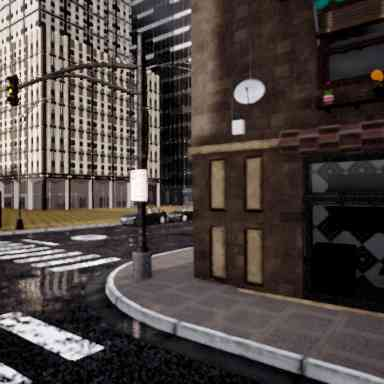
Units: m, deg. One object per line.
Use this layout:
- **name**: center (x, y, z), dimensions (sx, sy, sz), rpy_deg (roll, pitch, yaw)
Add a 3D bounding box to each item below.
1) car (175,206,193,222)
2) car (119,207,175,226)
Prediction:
- **car**: center (-0.529, 1.971, 30.620), dimensions (2.008, 1.369, 4.403), rpy_deg (-2, -2, 35)
- **car**: center (-3.730, 1.890, 26.062), dimensions (2.008, 1.369, 4.403), rpy_deg (-2, -2, 35)
